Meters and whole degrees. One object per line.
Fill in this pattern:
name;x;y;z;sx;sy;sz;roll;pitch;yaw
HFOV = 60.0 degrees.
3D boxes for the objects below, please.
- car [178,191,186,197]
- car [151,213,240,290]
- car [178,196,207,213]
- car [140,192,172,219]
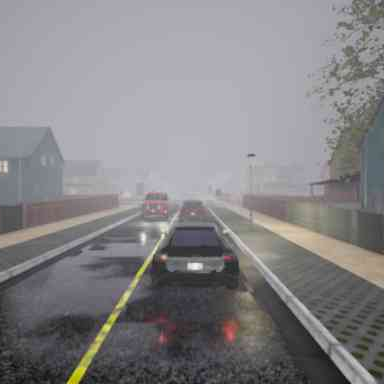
car;-2.783;0.758;93.269;2.150;2.045;5.566;0;0;0
car;0.072;1.480;8.852;1.994;1.385;4.181;0;0;0
car;0.069;1.287;24.961;1.882;1.535;5.008;0;0;0
car;-2.843;1.015;27.219;2.150;2.045;5.566;0;1;0
